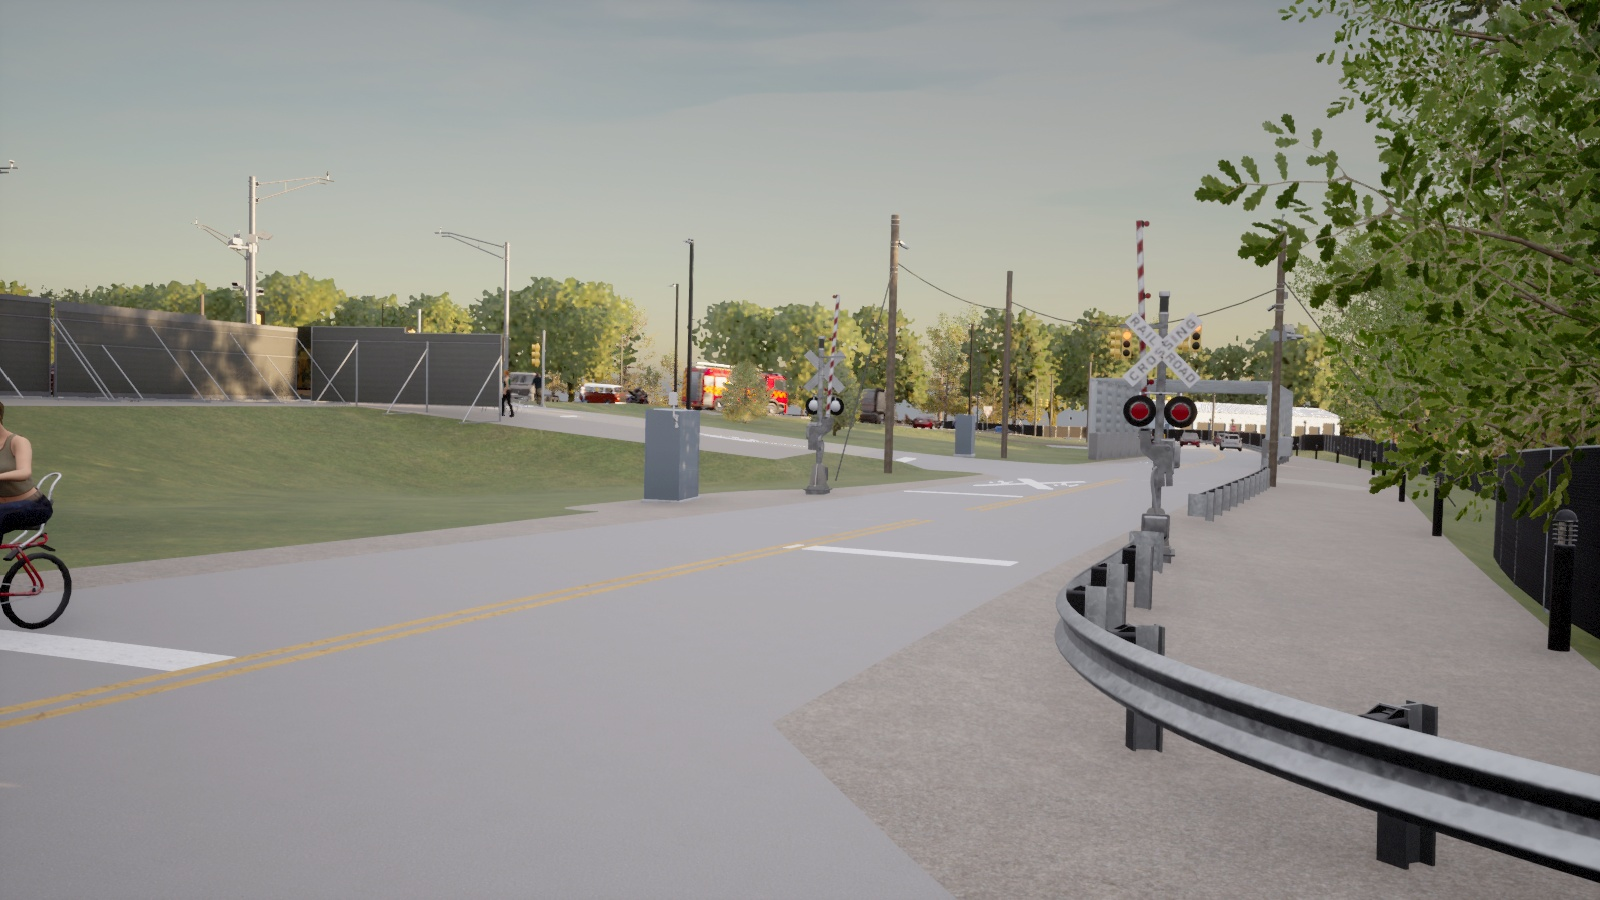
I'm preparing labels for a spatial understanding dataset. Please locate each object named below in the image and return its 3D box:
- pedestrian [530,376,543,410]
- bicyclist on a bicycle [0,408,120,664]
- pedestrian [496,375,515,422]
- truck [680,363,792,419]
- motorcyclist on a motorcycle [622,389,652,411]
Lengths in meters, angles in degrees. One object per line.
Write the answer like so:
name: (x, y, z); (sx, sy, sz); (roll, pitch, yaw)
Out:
pedestrian: (-14.278, -3.108, 68.071); (0.402, 1.842, 0.726); (1, 3, 16)
bicyclist on a bicycle: (-5.397, 0.536, 8.178); (0.866, 1.612, 1.509); (1, 1, 19)
pedestrian: (-11.569, -2.016, 49.336); (0.594, 1.836, 0.345); (1, 3, 17)
truck: (-4.963, -4.568, 98.555); (8.468, 3.827, 2.891); (3, 1, -39)
motorcyclist on a motorcycle: (-11.983, -3.668, 92.393); (0.866, 1.530, 2.191); (3, 0, 39)
